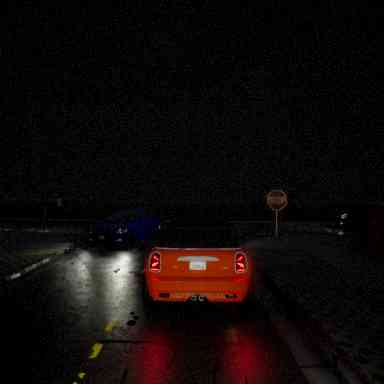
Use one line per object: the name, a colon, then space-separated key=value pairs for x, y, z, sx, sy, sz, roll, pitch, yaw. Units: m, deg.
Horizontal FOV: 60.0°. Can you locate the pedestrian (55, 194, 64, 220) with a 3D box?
pedestrian: x=-9.673 y=1.069 z=24.313 sx=0.375 sy=1.860 sz=0.375 roll=0 pitch=-1 yaw=0

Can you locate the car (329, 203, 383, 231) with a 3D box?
car: x=11.368 y=1.522 z=21.514 sx=4.553 sy=1.767 sz=2.097 roll=1 pitch=0 yaw=0

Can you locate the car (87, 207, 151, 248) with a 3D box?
car: x=-2.875 y=1.473 z=15.296 sx=1.882 sy=1.535 sz=5.008 roll=-1 pitch=0 yaw=15

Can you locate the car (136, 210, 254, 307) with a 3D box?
car: x=0.182 y=1.354 z=8.150 sx=2.097 sy=1.767 sz=4.553 roll=0 pitch=0 yaw=2
